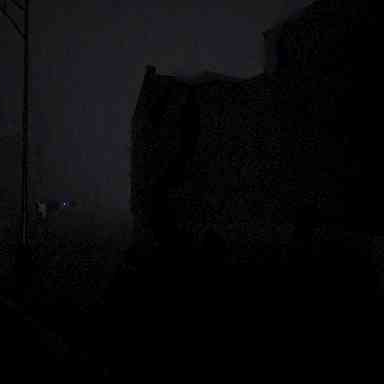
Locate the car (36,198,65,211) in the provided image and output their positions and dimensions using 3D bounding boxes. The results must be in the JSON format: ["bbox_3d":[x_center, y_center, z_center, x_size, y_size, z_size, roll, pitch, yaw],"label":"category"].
[{"bbox_3d":[-18.564,1.632,42.966,2.128,1.511,4.902,1,0,-6],"label":"car"}]

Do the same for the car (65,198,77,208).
[{"bbox_3d":[-19.912,1.722,53.469,1.812,1.442,4.674,1,0,-7],"label":"car"}]
